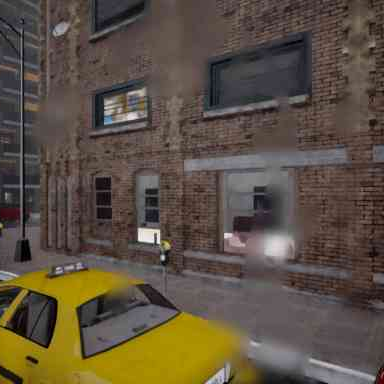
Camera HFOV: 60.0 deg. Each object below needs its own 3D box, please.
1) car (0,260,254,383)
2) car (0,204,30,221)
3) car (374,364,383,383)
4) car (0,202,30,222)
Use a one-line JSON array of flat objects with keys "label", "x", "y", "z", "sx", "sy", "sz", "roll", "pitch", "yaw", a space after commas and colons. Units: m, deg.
[{"label": "car", "x": -1.681, "y": 1.525, "z": 4.077, "sx": 4.829, "sy": 1.417, "sz": 1.752, "roll": 0, "pitch": 0, "yaw": 36}, {"label": "car", "x": -17.415, "y": 1.837, "z": 29.982, "sx": 1.752, "sy": 1.417, "sz": 4.829, "roll": -1, "pitch": -2, "yaw": 35}, {"label": "car", "x": 3.083, "y": 1.315, "z": 0.678, "sx": 5.009, "sy": 1.841, "sz": 2.192, "roll": 0, "pitch": 0, "yaw": 36}, {"label": "car", "x": -15.976, "y": 1.635, "z": 27.497, "sx": 2.097, "sy": 1.767, "sz": 4.553, "roll": 0, "pitch": -1, "yaw": 35}]
